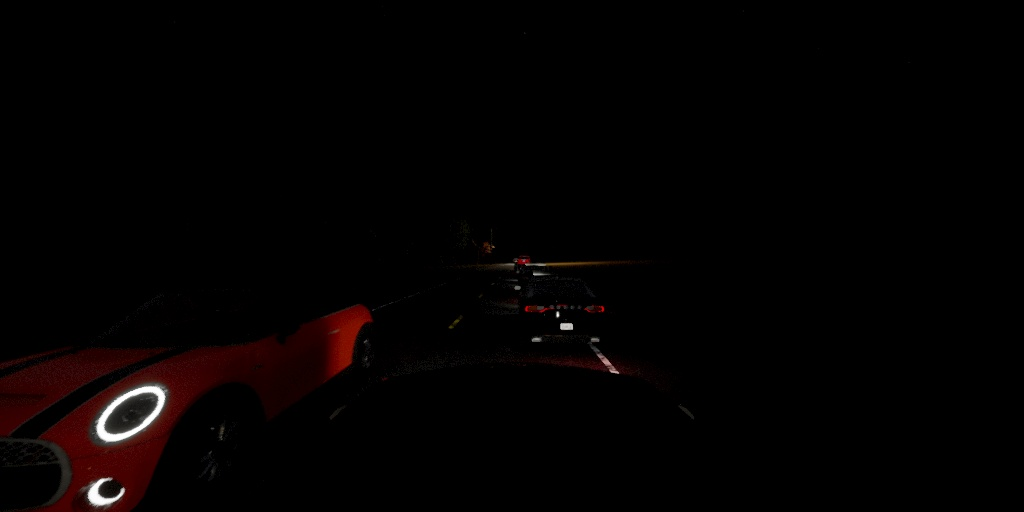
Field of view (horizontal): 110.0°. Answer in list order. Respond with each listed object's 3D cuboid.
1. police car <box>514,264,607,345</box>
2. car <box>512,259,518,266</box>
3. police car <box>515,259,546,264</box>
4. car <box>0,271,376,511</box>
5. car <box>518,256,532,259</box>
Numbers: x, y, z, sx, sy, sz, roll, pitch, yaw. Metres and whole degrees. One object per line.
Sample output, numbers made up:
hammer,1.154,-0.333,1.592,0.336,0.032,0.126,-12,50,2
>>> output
police car,1.097,1.175,9.601,1.930,1.638,5.238,0,0,1
car,1.298,1.344,46.787,1.895,1.301,4.718,0,0,4
police car,1.268,1.176,19.566,1.930,1.638,5.238,0,0,1
car,-3.459,1.102,4.408,2.097,1.767,4.553,0,0,0
car,2.087,0.956,59.913,2.150,2.045,5.566,0,0,4
